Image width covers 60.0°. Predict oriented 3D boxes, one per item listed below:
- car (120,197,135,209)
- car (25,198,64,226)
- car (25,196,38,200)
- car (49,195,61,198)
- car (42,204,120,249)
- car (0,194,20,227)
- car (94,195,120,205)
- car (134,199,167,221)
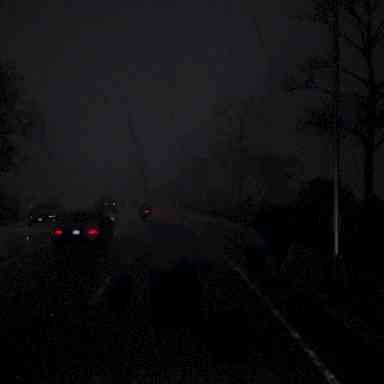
[{"bbox_3d":[-8.140,1.323,42.420,2.128,1.511,4.902,0,0,-20],"label":"car"},{"bbox_3d":[-9.710,1.418,22.526,1.837,1.490,4.892,0,0,-12],"label":"car"},{"bbox_3d":[-28.615,1.342,59.597,1.895,1.301,4.718,0,0,-33],"label":"car"},{"bbox_3d":[-24.664,1.275,59.883,1.812,1.442,4.674,0,0,-31],"label":"car"},{"bbox_3d":[-4.510,1.492,14.418,2.033,1.411,5.357,0,0,-8],"label":"car"},{"bbox_3d":[-13.130,1.139,21.958,2.150,2.045,5.566,0,0,-12],"label":"car"},{"bbox_3d":[-8.840,1.217,33.737,2.097,1.767,4.553,0,0,-17],"label":"car"},{"bbox_3d":[-3.205,1.441,26.452,2.033,1.411,5.357,0,0,-13],"label":"car"}]
